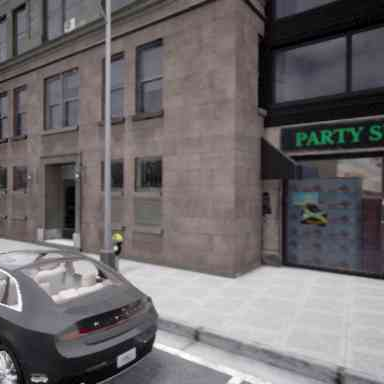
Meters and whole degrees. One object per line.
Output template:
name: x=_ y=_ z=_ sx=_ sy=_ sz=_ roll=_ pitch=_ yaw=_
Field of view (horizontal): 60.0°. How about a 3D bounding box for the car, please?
car: x=-2.480 y=1.533 z=4.844 sx=4.403 sy=1.369 sz=2.008 roll=0 pitch=0 yaw=35
